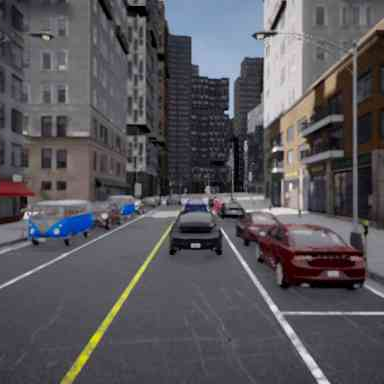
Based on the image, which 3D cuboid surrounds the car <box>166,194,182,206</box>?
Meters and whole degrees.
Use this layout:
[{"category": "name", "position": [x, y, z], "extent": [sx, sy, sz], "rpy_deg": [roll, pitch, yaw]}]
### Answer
[{"category": "car", "position": [-2.592, 1.072, 48.596], "extent": [2.097, 1.767, 4.553], "rpy_deg": [0, 0, 1]}]

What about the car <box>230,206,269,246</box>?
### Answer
[{"category": "car", "position": [2.907, 1.502, 14.510], "extent": [1.802, 1.307, 4.206], "rpy_deg": [1, 0, 1]}]

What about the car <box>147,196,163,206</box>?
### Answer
[{"category": "car", "position": [-5.304, 1.267, 48.244], "extent": [1.887, 1.381, 4.507], "rpy_deg": [1, 0, 1]}]

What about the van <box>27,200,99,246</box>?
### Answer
[{"category": "van", "position": [-5.614, 1.261, 14.589], "extent": [1.690, 1.788, 3.998], "rpy_deg": [1, 0, 1]}]

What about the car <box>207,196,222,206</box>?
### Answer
[{"category": "car", "position": [3.221, 1.267, 48.164], "extent": [1.887, 1.381, 4.507], "rpy_deg": [1, 0, 1]}]

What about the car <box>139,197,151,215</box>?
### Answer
[{"category": "car", "position": [-5.461, 1.374, 31.417], "extent": [2.008, 1.369, 4.403], "rpy_deg": [1, 0, 1]}]

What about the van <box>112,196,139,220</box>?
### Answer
[{"category": "van", "position": [-5.510, 1.197, 25.807], "extent": [1.690, 1.788, 3.998], "rpy_deg": [1, 0, 1]}]

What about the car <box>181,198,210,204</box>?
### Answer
[{"category": "car", "position": [0.325, 1.314, 29.195], "extent": [1.882, 1.535, 5.008], "rpy_deg": [0, 1, 1]}]

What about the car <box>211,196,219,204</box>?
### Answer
[{"category": "car", "position": [3.064, 1.368, 31.337], "extent": [1.887, 1.381, 4.507], "rpy_deg": [1, 0, 1]}]

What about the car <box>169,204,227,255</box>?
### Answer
[{"category": "car", "position": [0.164, 1.434, 13.030], "extent": [1.837, 1.490, 4.892], "rpy_deg": [0, 1, 1]}]

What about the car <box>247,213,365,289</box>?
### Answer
[{"category": "car", "position": [2.856, 1.496, 8.901], "extent": [1.887, 1.381, 4.507], "rpy_deg": [1, 0, 1]}]

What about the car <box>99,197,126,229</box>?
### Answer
[{"category": "car", "position": [-5.564, 1.329, 20.199], "extent": [1.967, 1.590, 4.097], "rpy_deg": [1, 0, 1]}]

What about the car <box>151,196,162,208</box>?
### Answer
[{"category": "car", "position": [-5.357, 1.307, 42.635], "extent": [2.008, 1.369, 4.403], "rpy_deg": [1, 0, 1]}]

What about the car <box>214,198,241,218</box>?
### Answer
[{"category": "car", "position": [3.012, 1.422, 25.728], "extent": [1.947, 1.339, 4.313], "rpy_deg": [1, 0, 1]}]
